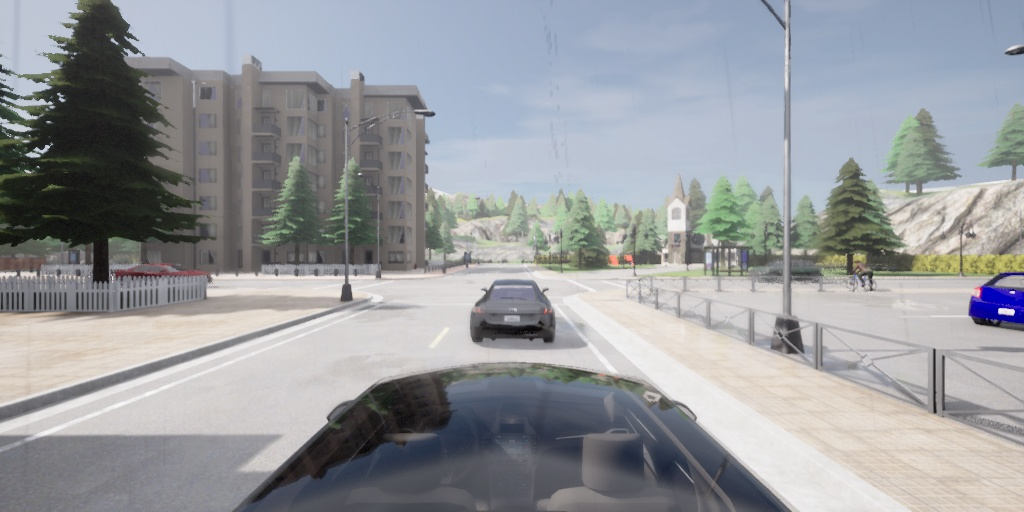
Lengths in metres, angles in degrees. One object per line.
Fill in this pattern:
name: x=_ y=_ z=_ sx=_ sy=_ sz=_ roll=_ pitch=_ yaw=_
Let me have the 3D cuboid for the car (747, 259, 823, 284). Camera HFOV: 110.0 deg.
car: x=19.989 y=1.091 z=26.401 sx=4.553 sy=1.767 sz=2.097 roll=0 pitch=0 yaw=-1

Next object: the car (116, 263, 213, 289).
car: x=-21.483 y=1.221 z=22.256 sx=5.008 sy=1.535 sz=1.882 roll=0 pitch=0 yaw=-1

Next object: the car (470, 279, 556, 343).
car: x=0.065 y=1.306 z=9.673 sx=1.994 sy=1.385 sz=4.181 roll=0 pitch=0 yaw=2

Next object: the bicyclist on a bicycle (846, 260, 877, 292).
bicyclist on a bicycle: x=18.378 y=1.048 z=18.902 sx=0.582 sy=1.620 sz=1.656 roll=0 pitch=0 yaw=-1

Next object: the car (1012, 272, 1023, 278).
car: x=41.133 y=1.231 z=26.549 sx=4.902 sy=1.511 sz=2.128 roll=0 pitch=0 yaw=0
